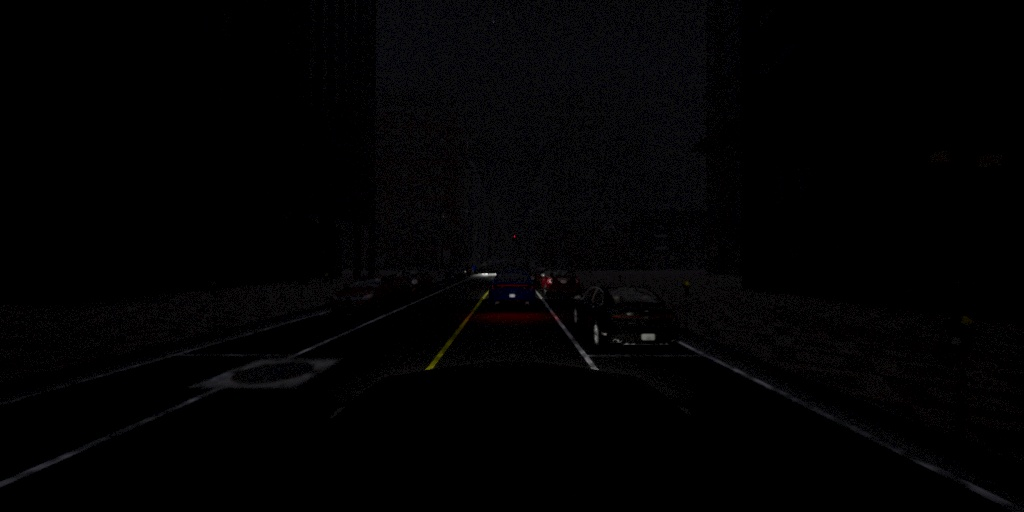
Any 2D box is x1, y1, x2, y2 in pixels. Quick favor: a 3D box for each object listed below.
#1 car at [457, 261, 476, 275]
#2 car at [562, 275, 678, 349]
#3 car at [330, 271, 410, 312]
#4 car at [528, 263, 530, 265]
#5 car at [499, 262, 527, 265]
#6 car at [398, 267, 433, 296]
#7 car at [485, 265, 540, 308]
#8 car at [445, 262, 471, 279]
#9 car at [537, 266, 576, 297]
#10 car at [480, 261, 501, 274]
[{"bbox_3d":[-5.828,1.465,43.078,2.192,1.841,5.009,0,0,0],"label":"car"},{"bbox_3d":[2.673,1.378,9.210,2.007,1.370,4.403,0,0,0],"label":"car"},{"bbox_3d":[-5.848,1.464,14.878,1.802,1.307,4.207,0,0,0],"label":"car"},{"bbox_3d":[2.689,1.589,31.767,1.888,1.381,4.507,0,0,0],"label":"car"},{"bbox_3d":[0.037,1.537,30.340,1.837,1.490,4.892,0,0,0],"label":"car"},{"bbox_3d":[-5.844,1.376,20.519,1.967,1.591,4.097,0,0,0],"label":"car"},{"bbox_3d":[0.033,1.372,16.074,1.882,1.535,5.008,0,0,1],"label":"car"},{"bbox_3d":[-5.832,1.662,37.438,1.948,1.339,4.313,0,0,0],"label":"car"},{"bbox_3d":[2.681,1.376,20.488,1.967,1.591,4.097,0,0,0],"label":"car"},{"bbox_3d":[-2.983,1.780,50.386,1.994,1.385,4.181,0,-1,1],"label":"car"}]
